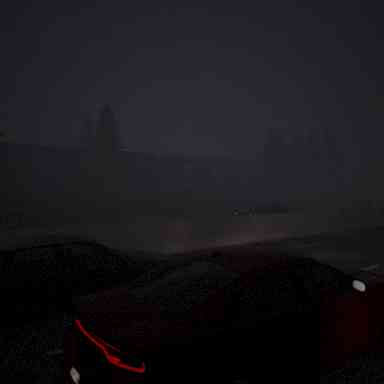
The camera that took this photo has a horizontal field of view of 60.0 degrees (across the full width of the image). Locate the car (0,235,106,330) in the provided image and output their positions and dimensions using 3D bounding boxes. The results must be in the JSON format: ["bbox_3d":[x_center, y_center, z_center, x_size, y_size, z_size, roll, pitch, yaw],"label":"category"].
[{"bbox_3d":[-2.513,1.543,6.254,5.357,1.411,2.033,0,0,-35],"label":"car"}]

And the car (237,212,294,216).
[{"bbox_3d":[5.738,1.490,25.276,5.357,1.411,2.033,0,0,-35],"label":"car"}]

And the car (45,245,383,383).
[{"bbox_3d":[0.963,1.468,4.435,5.008,1.535,1.882,0,0,-36],"label":"car"}]
